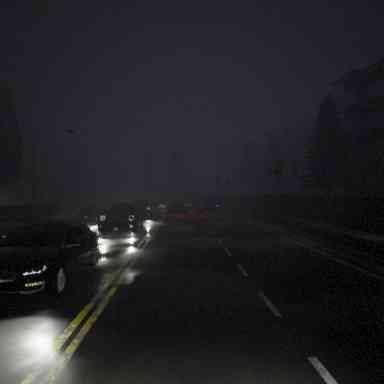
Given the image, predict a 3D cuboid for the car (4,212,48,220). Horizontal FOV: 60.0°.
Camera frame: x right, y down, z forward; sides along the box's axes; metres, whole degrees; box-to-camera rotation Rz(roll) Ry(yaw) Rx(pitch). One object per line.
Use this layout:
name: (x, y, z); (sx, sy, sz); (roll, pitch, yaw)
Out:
car: (-7.559, 1.637, 15.505); (1.994, 1.385, 4.181); (0, 0, -2)

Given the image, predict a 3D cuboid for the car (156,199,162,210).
car: (-4.788, 1.719, 47.086); (1.837, 1.490, 4.892); (0, 0, -22)

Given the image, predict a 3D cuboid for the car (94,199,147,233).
car: (-4.219, 1.445, 20.327); (2.097, 1.767, 4.553); (0, 0, -2)

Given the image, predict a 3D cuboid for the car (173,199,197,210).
car: (-1.032, 1.779, 47.371); (1.994, 1.385, 4.181); (0, 0, -22)

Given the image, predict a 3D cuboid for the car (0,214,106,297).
car: (-3.844, 1.548, 8.803); (1.837, 1.490, 4.892); (0, -1, -2)

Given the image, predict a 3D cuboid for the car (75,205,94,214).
car: (-7.775, 1.685, 26.216); (1.994, 1.385, 4.181); (0, 0, -2)

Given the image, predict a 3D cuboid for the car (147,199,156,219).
car: (-4.638, 1.491, 30.259); (2.097, 1.767, 4.553); (0, 0, -3)

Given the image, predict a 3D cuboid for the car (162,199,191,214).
car: (-1.832, 1.661, 37.261); (2.128, 1.511, 4.902); (0, 0, -10)

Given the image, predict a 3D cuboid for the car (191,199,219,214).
car: (1.608, 1.522, 37.593); (2.097, 1.767, 4.553); (0, 0, -9)
